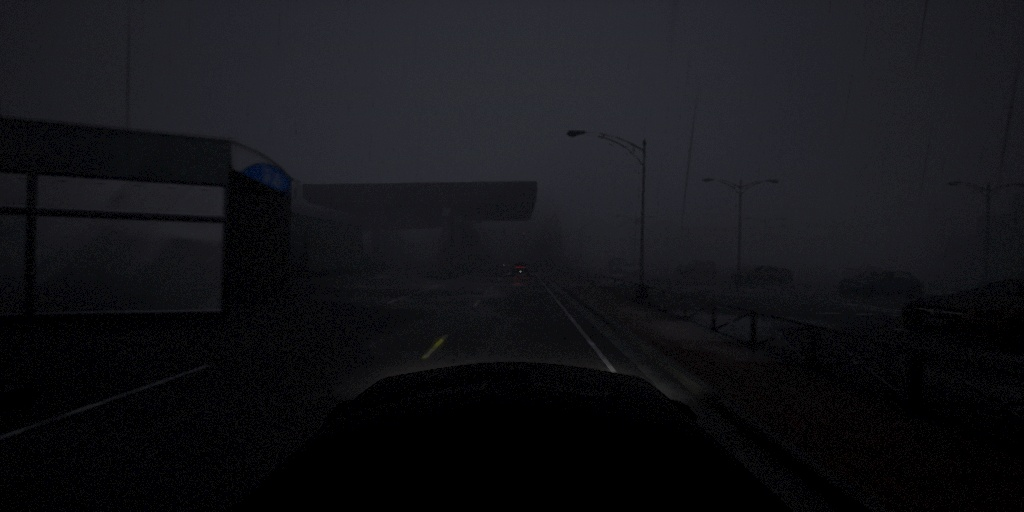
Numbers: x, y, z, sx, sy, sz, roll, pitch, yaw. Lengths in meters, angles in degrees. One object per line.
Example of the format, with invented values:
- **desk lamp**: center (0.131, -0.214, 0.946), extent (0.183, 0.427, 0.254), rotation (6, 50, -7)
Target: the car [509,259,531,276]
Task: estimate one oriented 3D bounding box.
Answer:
- **car**: center (0.914, 1.299, 38.005), extent (1.837, 1.490, 4.892), rotation (1, 0, 2)
